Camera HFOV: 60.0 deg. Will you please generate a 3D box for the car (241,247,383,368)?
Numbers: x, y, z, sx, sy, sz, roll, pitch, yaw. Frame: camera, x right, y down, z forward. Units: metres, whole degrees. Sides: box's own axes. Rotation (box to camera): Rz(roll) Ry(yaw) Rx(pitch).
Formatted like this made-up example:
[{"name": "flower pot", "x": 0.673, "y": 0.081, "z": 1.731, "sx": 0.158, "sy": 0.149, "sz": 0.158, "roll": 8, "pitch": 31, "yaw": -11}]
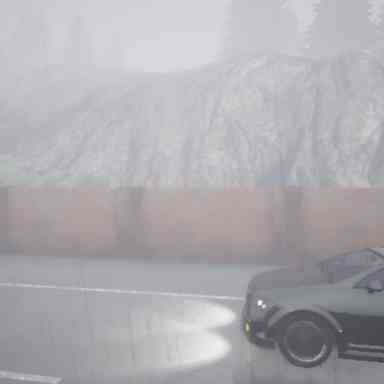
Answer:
[{"name": "car", "x": 2.852, "y": 1.562, "z": 4.937, "sx": 4.181, "sy": 1.385, "sz": 1.994, "roll": 0, "pitch": 0, "yaw": 11}]
